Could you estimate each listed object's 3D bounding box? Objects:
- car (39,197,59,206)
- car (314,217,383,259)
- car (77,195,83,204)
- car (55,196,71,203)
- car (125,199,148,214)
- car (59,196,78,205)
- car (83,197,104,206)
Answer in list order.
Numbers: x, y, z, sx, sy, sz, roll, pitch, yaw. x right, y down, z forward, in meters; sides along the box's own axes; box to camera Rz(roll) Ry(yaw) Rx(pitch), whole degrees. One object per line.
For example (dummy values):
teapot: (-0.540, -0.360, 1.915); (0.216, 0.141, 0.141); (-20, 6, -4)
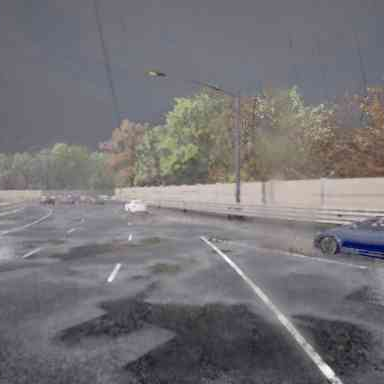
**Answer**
car: (-26.553, 1.701, 60.957); (1.837, 1.490, 4.892); (0, 0, -37)
car: (6.294, 1.533, 11.179); (1.994, 1.385, 4.181); (0, 0, -35)
car: (-20.499, 1.657, 64.622); (1.812, 1.442, 4.674); (0, 0, -37)
car: (-29.394, 1.760, 75.672); (1.812, 1.442, 4.674); (0, 0, -43)
car: (-5.997, 1.524, 35.766); (1.812, 1.442, 4.674); (0, 3, -20)
car: (-23.701, 1.737, 62.986); (1.994, 1.385, 4.181); (0, 0, -37)
car: (-17.298, 1.689, 59.561); (2.033, 1.411, 5.357); (0, 0, -31)
